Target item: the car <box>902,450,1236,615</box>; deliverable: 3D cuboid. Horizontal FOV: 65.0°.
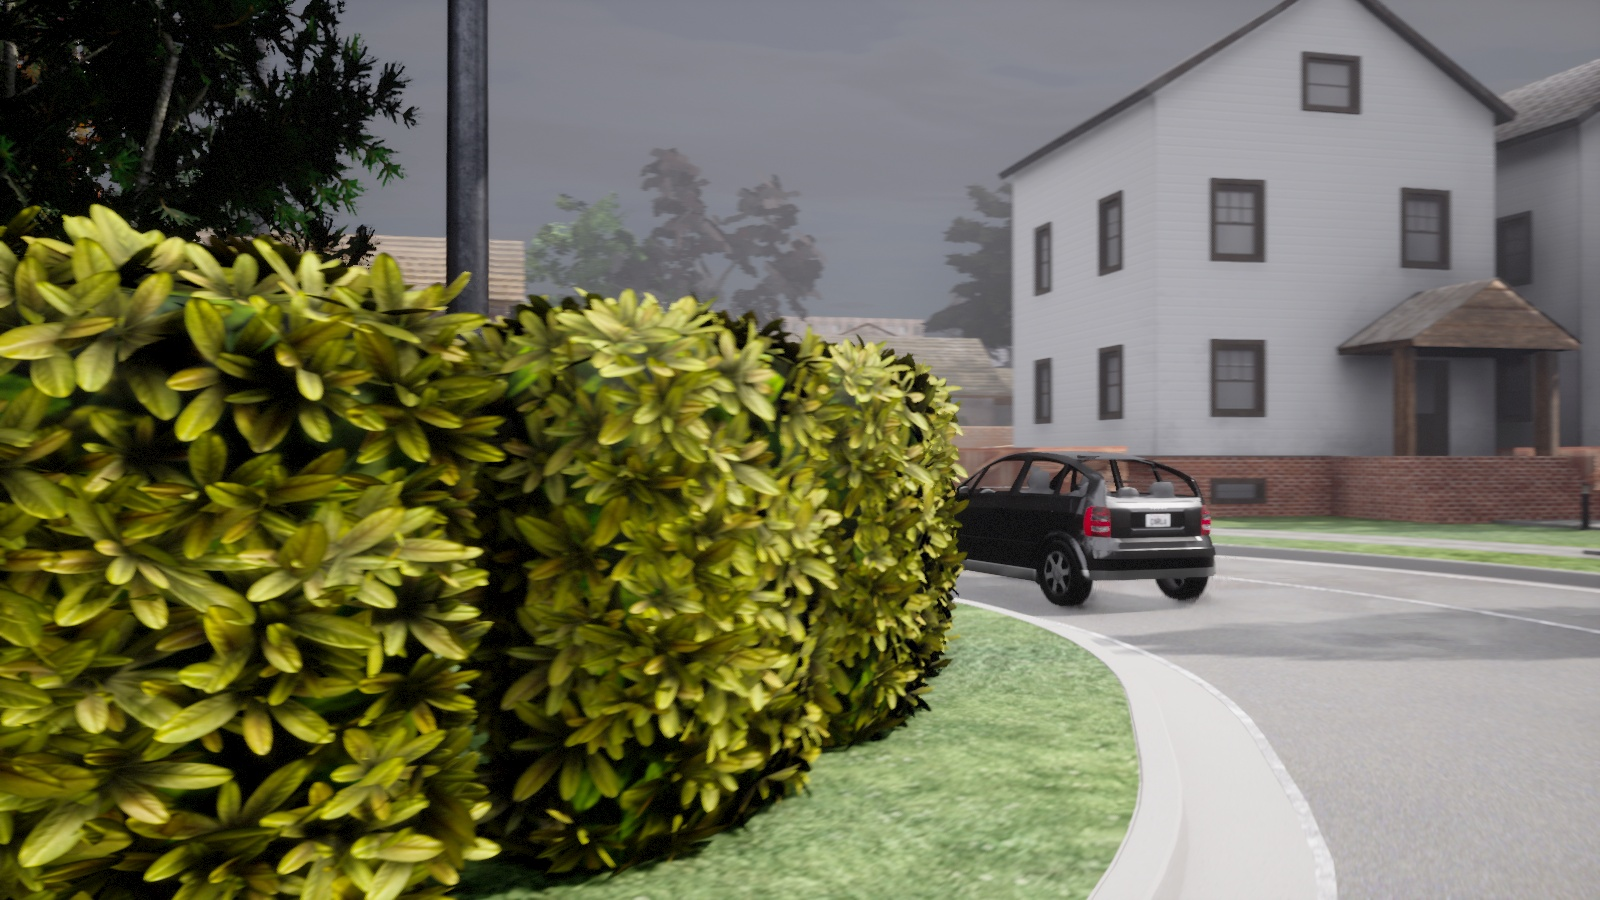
[{"bbox_3d":[2.784,0.787,13.855,1.789,1.549,3.705,0,0,-23],"label":"car"}]
